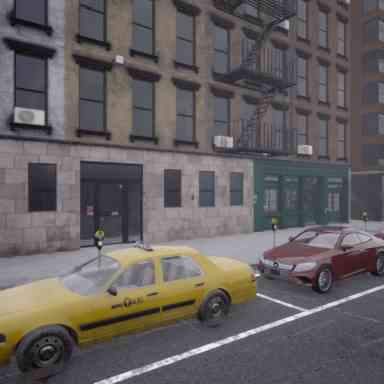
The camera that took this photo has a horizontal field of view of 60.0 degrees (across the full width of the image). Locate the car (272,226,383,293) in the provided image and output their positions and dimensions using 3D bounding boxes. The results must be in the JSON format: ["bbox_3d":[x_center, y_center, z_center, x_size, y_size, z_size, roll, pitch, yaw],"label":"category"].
[{"bbox_3d":[3.588,1.583,8.768,4.206,1.307,1.802,0,0,-36],"label":"car"}]

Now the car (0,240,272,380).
[{"bbox_3d":[-1.036,1.525,5.455,4.829,1.417,1.752,0,0,-36],"label":"car"}]
